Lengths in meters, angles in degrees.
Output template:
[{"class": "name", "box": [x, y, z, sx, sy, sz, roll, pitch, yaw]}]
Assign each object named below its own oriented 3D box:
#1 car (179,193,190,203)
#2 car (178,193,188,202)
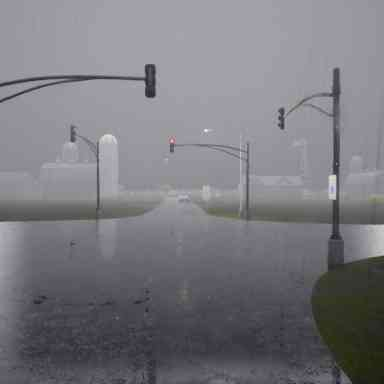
[{"class": "car", "box": [-1.513, 1.553, 69.886, 1.812, 1.442, 4.674, 0, 0, -3]}, {"class": "car", "box": [-2.097, 1.189, 79.920, 2.150, 2.045, 5.566, 0, 0, -4]}]
